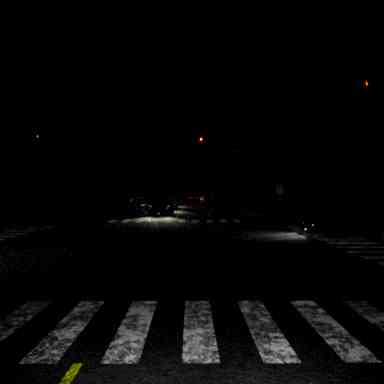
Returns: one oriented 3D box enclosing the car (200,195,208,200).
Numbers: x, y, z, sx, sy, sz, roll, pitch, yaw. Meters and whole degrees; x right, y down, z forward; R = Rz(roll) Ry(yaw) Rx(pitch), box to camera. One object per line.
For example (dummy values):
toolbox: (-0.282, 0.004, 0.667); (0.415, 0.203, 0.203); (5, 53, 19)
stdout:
car: (3.245, 1.551, 90.067); (1.947, 1.339, 4.313); (0, 0, 0)

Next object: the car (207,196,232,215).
car: (2.878, 1.439, 33.375); (1.967, 1.590, 4.097); (0, 0, 0)

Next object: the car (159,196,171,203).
car: (-5.427, 1.561, 67.437); (1.947, 1.339, 4.313); (0, 0, 0)

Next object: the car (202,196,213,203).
car: (3.098, 1.546, 67.390); (2.008, 1.369, 4.403); (0, 0, 0)

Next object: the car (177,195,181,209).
car: (-2.831, 1.477, 42.063); (1.882, 1.535, 5.008); (0, 0, 1)

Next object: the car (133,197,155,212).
car: (-5.611, 1.440, 39.096); (1.967, 1.590, 4.097); (0, 0, 0)

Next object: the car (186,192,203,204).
car: (0.406, 1.218, 63.398); (2.150, 2.045, 5.566); (0, 0, 0)

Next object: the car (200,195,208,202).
car: (2.859, 1.447, 79.561); (1.801, 1.575, 5.366); (0, 0, 0)

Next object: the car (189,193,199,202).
car: (0.472, 1.180, 73.758); (2.097, 1.767, 4.553); (0, 0, 0)

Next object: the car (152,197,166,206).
car: (-5.501, 1.564, 56.101); (1.947, 1.339, 4.313); (0, 0, 0)

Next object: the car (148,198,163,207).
car: (-5.537, 1.581, 50.433); (1.802, 1.307, 4.206); (0, 0, 0)

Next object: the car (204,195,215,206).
car: (2.951, 1.440, 44.713); (1.967, 1.590, 4.097); (0, 0, 0)

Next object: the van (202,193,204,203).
van: (3.025, 1.339, 56.051); (1.690, 1.788, 3.998); (0, 0, 0)

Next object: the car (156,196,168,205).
car: (-5.465, 1.522, 61.599); (1.752, 1.417, 4.829); (0, 0, 0)

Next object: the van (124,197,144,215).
van: (-5.648, 1.340, 33.428); (1.690, 1.788, 3.998); (0, 0, 0)

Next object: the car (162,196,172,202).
car: (-5.390, 1.538, 73.105); (1.887, 1.381, 4.507); (0, 0, 0)

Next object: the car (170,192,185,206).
car: (-2.729, 1.222, 55.897); (2.150, 2.045, 5.566); (0, 0, 1)

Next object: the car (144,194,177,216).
car: (-2.938, 1.351, 32.126); (2.097, 1.767, 4.553); (0, 0, 2)

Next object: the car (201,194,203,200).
car: (3.063, 1.522, 61.890); (1.752, 1.417, 4.829); (0, 0, 0)

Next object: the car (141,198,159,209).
car: (-5.574, 1.565, 44.765); (1.947, 1.339, 4.313); (0, 0, 0)

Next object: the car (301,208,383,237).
car: (8.609, 1.556, 17.419); (5.357, 1.411, 2.033); (0, 0, 0)

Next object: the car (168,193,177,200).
car: (-5.281, 1.300, 90.110); (2.192, 1.841, 5.009); (0, 0, 0)
